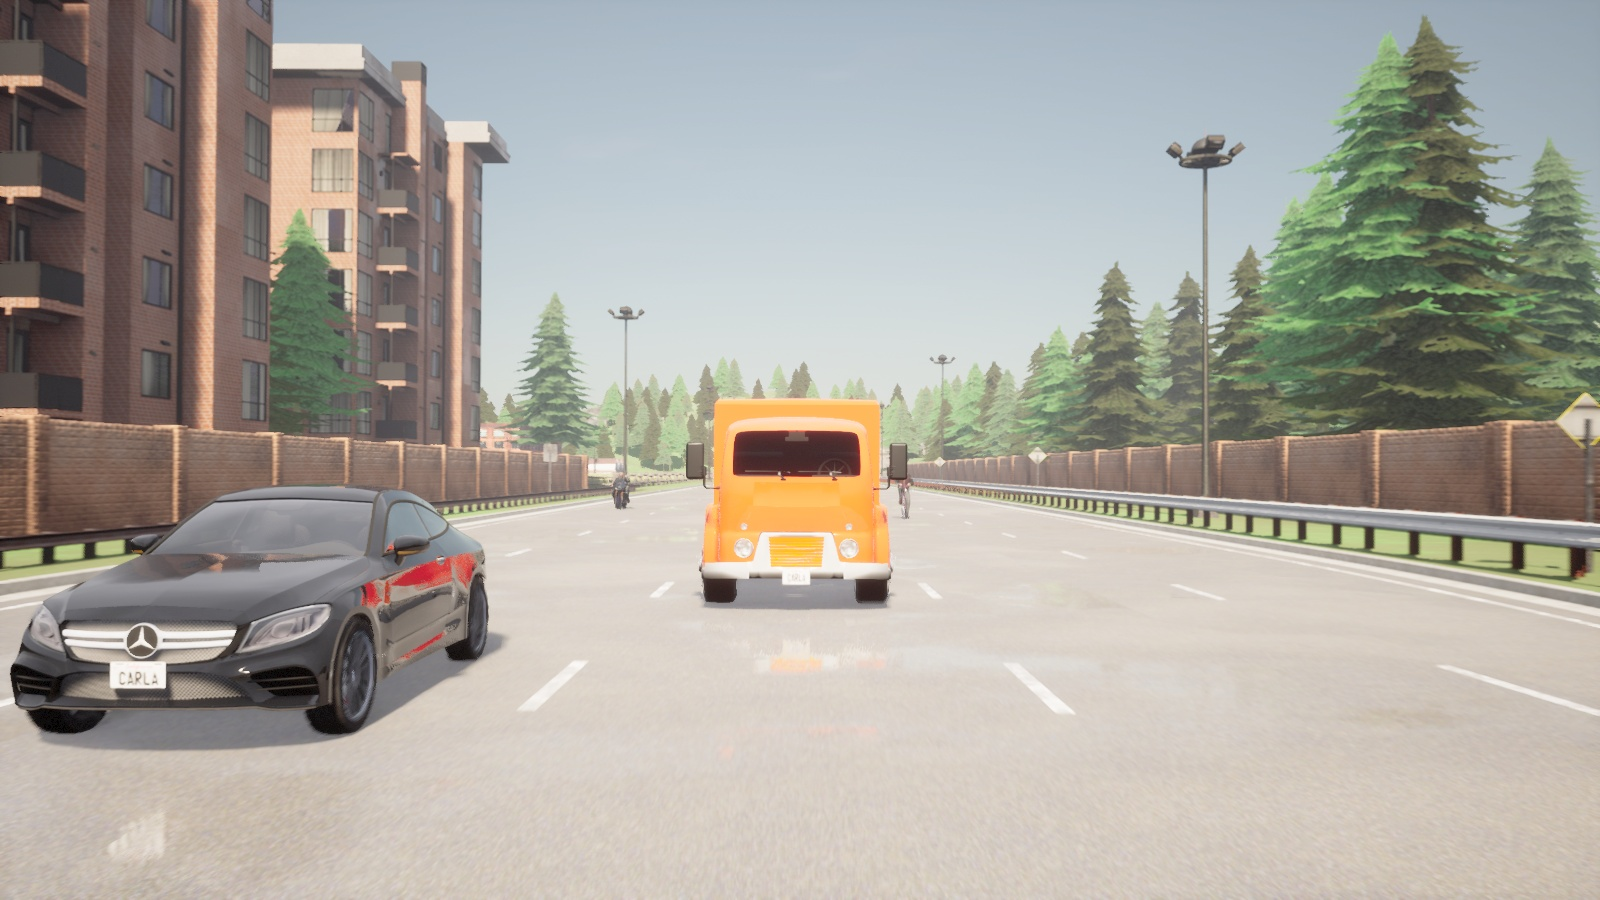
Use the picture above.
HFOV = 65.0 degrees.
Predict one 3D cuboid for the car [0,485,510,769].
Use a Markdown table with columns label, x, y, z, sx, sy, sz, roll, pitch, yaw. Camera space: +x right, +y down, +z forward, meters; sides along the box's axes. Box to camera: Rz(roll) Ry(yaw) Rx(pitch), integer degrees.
| label | x | y | z | sx | sy | sz | roll | pitch | yaw |
| --- | --- | --- | --- | --- | --- | --- | --- | --- | --- |
| car | -3.516 | 1.005 | 8.995 | 1.812 | 1.442 | 4.674 | 0 | -1 | 0 |

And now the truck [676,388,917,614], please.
| label | x | y | z | sx | sy | sz | roll | pitch | yaw |
| --- | --- | --- | --- | --- | --- | --- | --- | --- | --- |
| truck | -0.042 | 0.601 | 16.342 | 2.627 | 2.467 | 5.204 | 0 | -1 | 0 |

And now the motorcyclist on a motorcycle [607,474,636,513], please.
| label | x | y | z | sx | sy | sz | roll | pitch | yaw |
| --- | --- | --- | --- | --- | --- | --- | --- | --- | --- |
| motorcyclist on a motorcycle | -7.122 | 1.717 | 50.205 | 0.866 | 1.530 | 2.191 | 0 | -1 | 0 |
